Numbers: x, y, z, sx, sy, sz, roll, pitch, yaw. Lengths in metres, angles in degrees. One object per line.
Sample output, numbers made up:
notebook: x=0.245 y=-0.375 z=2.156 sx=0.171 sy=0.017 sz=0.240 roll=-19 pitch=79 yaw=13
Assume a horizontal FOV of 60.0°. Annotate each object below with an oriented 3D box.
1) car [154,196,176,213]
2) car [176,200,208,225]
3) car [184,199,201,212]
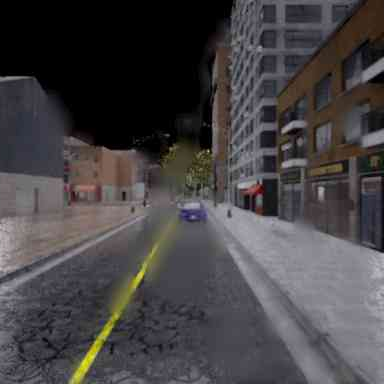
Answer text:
car: x=-2.811 y=1.274 z=35.900 sx=2.097 sy=1.767 sz=4.553 roll=0 pitch=0 yaw=0
car: x=0.083 y=1.421 z=23.518 sx=1.882 sy=1.535 sz=5.008 roll=0 pitch=0 yaw=0
car: x=0.081 y=1.521 z=38.501 sx=1.895 sy=1.301 sz=4.718 roll=0 pitch=0 yaw=0
